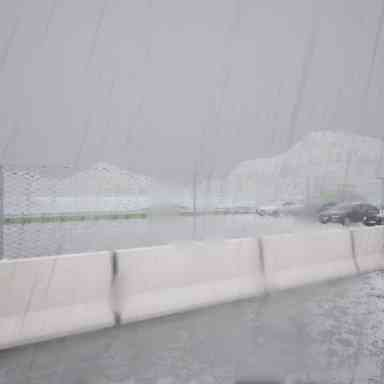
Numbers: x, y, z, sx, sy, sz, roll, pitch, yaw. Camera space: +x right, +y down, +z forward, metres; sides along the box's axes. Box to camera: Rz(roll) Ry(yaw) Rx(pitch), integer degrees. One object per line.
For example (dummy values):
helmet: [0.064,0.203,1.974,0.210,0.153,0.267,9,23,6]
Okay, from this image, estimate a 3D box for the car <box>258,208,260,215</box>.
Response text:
car: [7.933,1.489,29.184,4.674,1.442,1.812,0,0,-28]

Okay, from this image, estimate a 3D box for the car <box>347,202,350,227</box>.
car: [10.776,1.482,22.766,4.892,1.490,1.837,0,0,-28]
